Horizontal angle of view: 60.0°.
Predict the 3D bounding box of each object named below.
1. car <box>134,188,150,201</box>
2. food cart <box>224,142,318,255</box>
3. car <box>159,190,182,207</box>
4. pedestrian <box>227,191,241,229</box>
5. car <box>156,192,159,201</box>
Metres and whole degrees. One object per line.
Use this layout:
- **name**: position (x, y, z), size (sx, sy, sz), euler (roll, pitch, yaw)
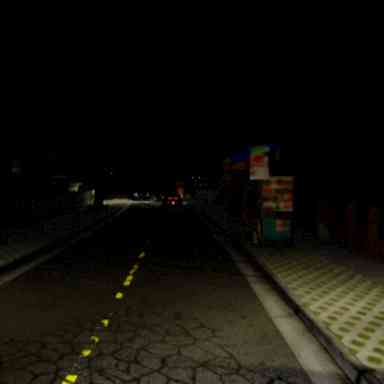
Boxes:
- **car**: position (-6.988, 0.282, 45.982), size (2.097, 1.767, 4.553), euler (0, 1, -10)
- **food cart**: position (2.730, 0.141, 12.855), size (2.280, 3.560, 4.660), euler (0, 2, -3)
- **car**: position (-2.081, 0.702, 33.553), size (1.837, 1.490, 4.892), euler (0, 2, -8)
- **pedestrian**: position (1.913, 0.789, 15.521), size (0.375, 1.860, 0.375), euler (-1, 2, -11)
- **car**: position (-3.964, 0.461, 46.524), size (2.033, 1.411, 5.357), euler (0, 1, -12)
